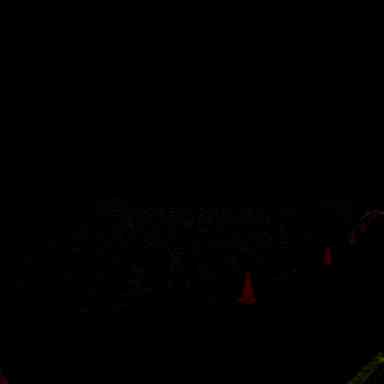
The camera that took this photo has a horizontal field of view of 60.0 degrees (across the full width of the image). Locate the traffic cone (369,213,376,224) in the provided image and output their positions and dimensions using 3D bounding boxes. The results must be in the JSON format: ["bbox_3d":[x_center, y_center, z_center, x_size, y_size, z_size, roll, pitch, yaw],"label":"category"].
[{"bbox_3d":[12.216,1.889,22.801,0.340,0.580,0.340,0,0,32],"label":"traffic cone"}]

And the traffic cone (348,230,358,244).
[{"bbox_3d":[6.925,1.932,14.315,0.340,0.580,0.340,0,0,32],"label":"traffic cone"}]

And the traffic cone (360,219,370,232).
[{"bbox_3d":[9.570,1.912,18.558,0.340,0.580,0.340,0,0,32],"label":"traffic cone"}]

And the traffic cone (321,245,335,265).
[{"bbox_3d":[4.263,1.950,10.422,0.340,0.580,0.340,0,0,38],"label":"traffic cone"}]

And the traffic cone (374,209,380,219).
[{"bbox_3d":[14.860,1.856,27.045,0.340,0.580,0.340,0,0,32],"label":"traffic cone"}]

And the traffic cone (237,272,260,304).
[{"bbox_3d":[1.176,1.966,6.935,0.340,0.580,0.340,0,0,-45],"label":"traffic cone"}]
